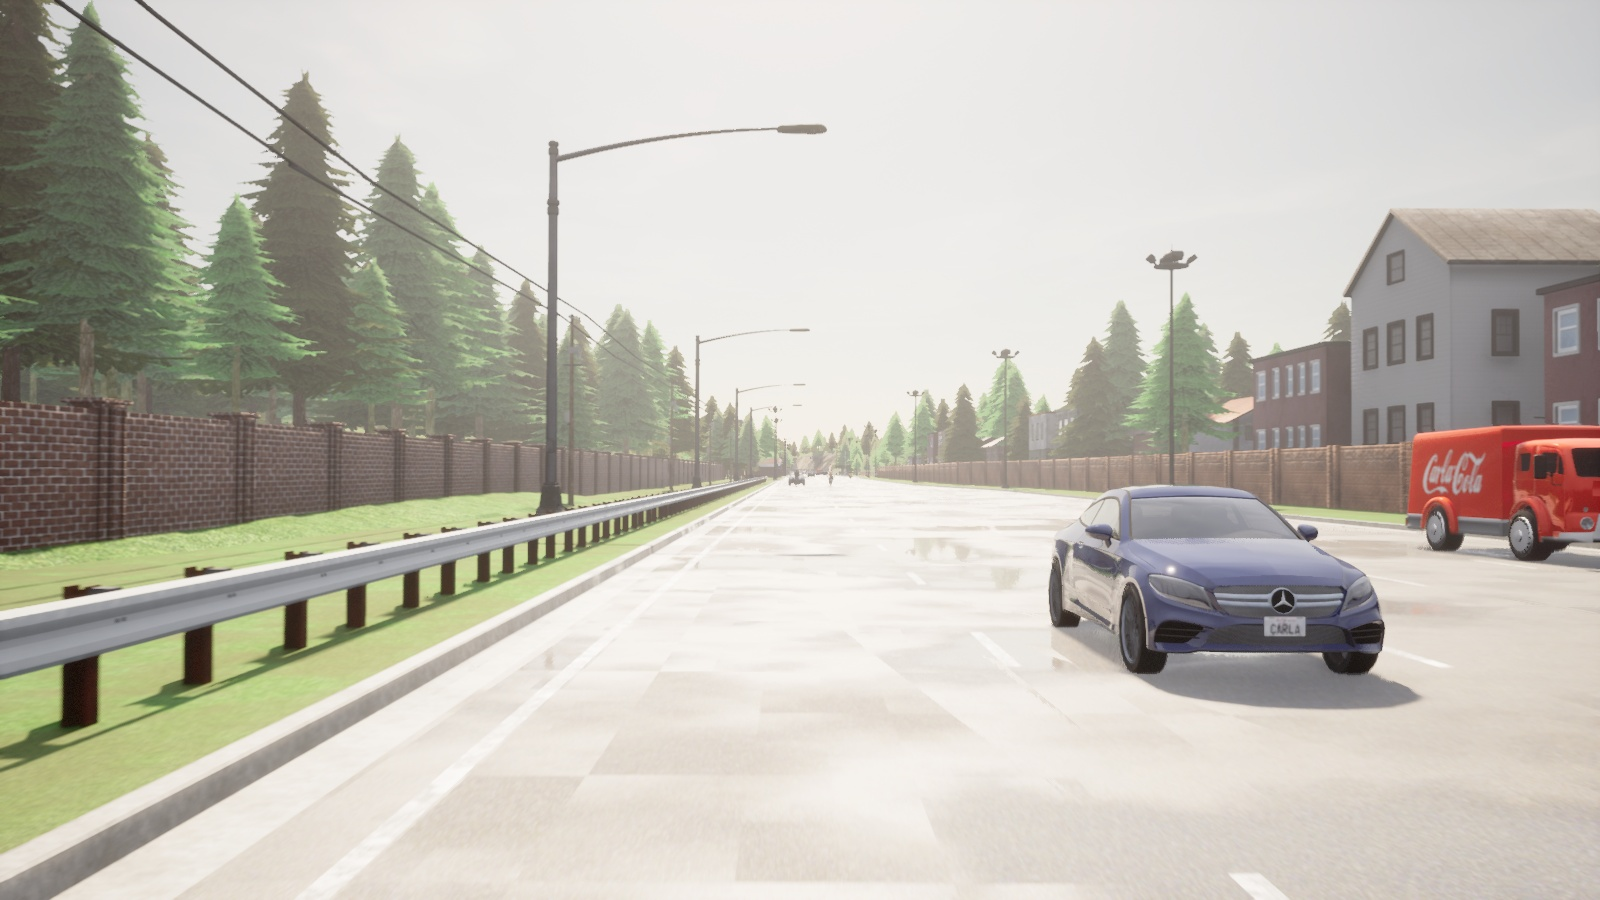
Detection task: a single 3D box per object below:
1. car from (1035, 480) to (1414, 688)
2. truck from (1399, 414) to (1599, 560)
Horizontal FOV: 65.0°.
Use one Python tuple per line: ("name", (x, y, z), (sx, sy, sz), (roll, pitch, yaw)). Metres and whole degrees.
("car", (3.473, 1.016, 11.314), (1.812, 1.442, 4.674), (0, -1, 0))
("truck", (13.942, 0.677, 23.823), (2.627, 2.467, 5.204), (0, -1, 0))
